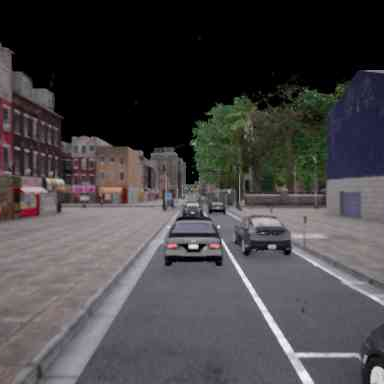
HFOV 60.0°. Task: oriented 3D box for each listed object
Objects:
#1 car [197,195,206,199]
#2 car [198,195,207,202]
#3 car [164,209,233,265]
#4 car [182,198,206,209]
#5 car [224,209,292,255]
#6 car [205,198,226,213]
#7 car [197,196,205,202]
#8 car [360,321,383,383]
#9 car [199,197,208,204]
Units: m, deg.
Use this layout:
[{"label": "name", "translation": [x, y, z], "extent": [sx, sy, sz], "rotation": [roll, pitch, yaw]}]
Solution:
[{"label": "car", "translation": [2.591, 1.781, 68.091], "extent": [2.008, 1.369, 4.403], "rotation": [-1, 0, 0]}, {"label": "car", "translation": [2.576, 1.664, 84.443], "extent": [2.192, 1.841, 5.009], "rotation": [-1, 0, 0]}, {"label": "car", "translation": [0.059, 1.559, 11.702], "extent": [2.033, 1.411, 5.357], "rotation": [0, 0, 0]}, {"label": "car", "translation": [0.068, 1.577, 30.231], "extent": [1.812, 1.442, 4.674], "rotation": [0, 0, 0]}, {"label": "car", "translation": [2.622, 1.564, 13.090], "extent": [2.008, 1.369, 4.403], "rotation": [-1, 0, 0]}, {"label": "car", "translation": [2.609, 1.635, 35.577], "extent": [1.947, 1.339, 4.313], "rotation": [-1, 0, 0]}, {"label": "car", "translation": [2.573, 1.881, 95.343], "extent": [1.967, 1.590, 4.097], "rotation": [-1, -1, 0]}, {"label": "car", "translation": [2.629, 1.552, 1.845], "extent": [2.008, 1.369, 4.403], "rotation": [-1, 0, 0]}, {"label": "car", "translation": [2.587, 1.793, 73.711], "extent": [1.752, 1.417, 4.829], "rotation": [-1, 0, 0]}]
